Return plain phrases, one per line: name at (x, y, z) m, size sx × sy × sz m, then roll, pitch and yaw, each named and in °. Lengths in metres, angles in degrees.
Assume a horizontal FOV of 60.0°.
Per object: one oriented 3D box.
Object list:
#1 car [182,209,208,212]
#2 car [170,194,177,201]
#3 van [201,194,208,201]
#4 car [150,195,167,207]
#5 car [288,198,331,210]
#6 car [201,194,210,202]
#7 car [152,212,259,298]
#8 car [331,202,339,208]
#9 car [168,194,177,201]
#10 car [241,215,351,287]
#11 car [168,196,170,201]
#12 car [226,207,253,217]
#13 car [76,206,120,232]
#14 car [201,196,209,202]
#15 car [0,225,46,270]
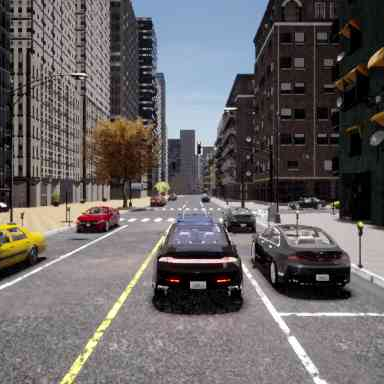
car at (0.167, 1.605, 18.636) m, size 1.895 × 1.301 × 4.718 m, roll 0°, pitch 0°, yaw 1°
car at (-5.268, 1.649, 85.749) m, size 1.947 × 1.339 × 4.313 m, roll 0°, pitch 0°, yaw 0°
van at (3.113, 1.424, 85.707) m, size 1.690 × 1.788 × 3.998 m, roll 0°, pitch 0°, yaw 0°
car at (-5.433, 1.349, 52.611) m, size 2.192 × 1.841 × 5.009 m, roll 0°, pitch 0°, yaw 0°
car at (13.620, 1.359, 39.534) m, size 4.403 × 1.369 × 2.008 m, roll -1°, pitch 1°, yaw 0°
car at (3.058, 1.630, 74.660) m, size 1.947 × 1.339 × 4.313 m, roll 0°, pitch 0°, yaw 0°
car at (0.130, 1.492, 8.518) m, size 2.128 × 1.511 × 4.902 m, roll 0°, pitch 0°, yaw 0°
car at (19.017, 1.259, 39.562) m, size 4.829 × 1.417 × 1.752 m, roll -1°, pitch 1°, yaw 0°
car at (-5.241, 1.409, 91.271) m, size 2.192 × 1.841 × 5.009 m, roll 0°, pitch 0°, yaw 0°
car at (2.732, 1.552, 9.116) m, size 2.008 × 1.369 × 4.403 m, roll 0°, pitch 0°, yaw 0°
car at (-5.405, 1.607, 58.134) m, size 1.947 × 1.339 × 4.313 m, roll 0°, pitch 0°, yaw 0°
car at (2.786, 1.555, 20.182) m, size 2.008 × 1.369 × 4.403 m, roll 0°, pitch 0°, yaw 0°
car at (-5.594, 1.549, 20.224) m, size 1.887 × 1.381 × 4.507 m, roll 0°, pitch 0°, yaw 0°
car at (3.086, 1.598, 80.353) m, size 1.752 × 1.417 × 4.829 m, roll 0°, pitch 0°, yaw 0°
car at (-5.649, 1.526, 8.988) m, size 1.752 × 1.417 × 4.829 m, roll 0°, pitch 0°, yaw 0°
